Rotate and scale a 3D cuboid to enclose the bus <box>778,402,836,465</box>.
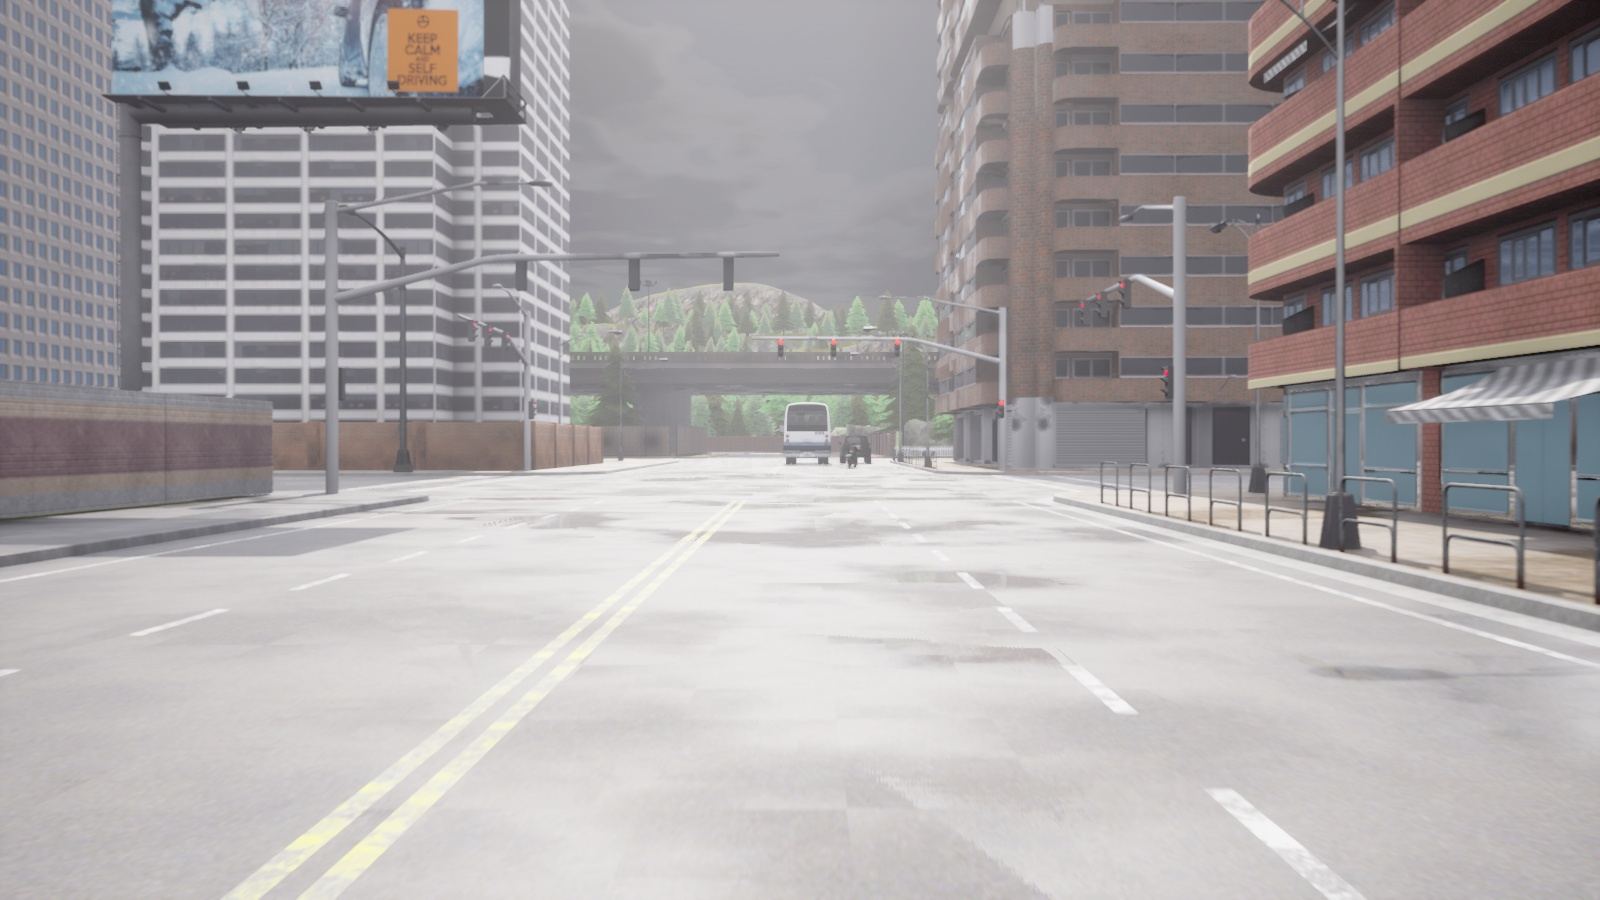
[{"bbox_3d":[0.521,-1.136,90.054,3.944,4.253,10.273,0,0,0],"label":"bus"}]

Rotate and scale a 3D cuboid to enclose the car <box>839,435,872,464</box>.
[{"bbox_3d":[4.029,-0.045,91.409,2.150,2.045,5.566,0,0,0],"label":"car"}]
